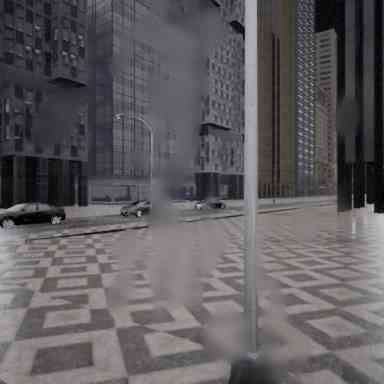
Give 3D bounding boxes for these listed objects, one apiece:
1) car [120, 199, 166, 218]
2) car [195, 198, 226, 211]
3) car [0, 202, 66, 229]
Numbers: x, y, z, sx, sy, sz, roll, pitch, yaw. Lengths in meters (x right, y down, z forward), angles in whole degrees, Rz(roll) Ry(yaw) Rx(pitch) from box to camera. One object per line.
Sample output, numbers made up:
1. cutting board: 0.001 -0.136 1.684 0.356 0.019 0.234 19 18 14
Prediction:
1. car: -4.408 1.471 30.426 1.837 1.490 4.892 0 0 36
2. car: 2.215 1.443 39.470 2.128 1.511 4.902 0 0 36
3. car: -10.765 1.458 21.715 1.882 1.535 5.008 0 0 36
